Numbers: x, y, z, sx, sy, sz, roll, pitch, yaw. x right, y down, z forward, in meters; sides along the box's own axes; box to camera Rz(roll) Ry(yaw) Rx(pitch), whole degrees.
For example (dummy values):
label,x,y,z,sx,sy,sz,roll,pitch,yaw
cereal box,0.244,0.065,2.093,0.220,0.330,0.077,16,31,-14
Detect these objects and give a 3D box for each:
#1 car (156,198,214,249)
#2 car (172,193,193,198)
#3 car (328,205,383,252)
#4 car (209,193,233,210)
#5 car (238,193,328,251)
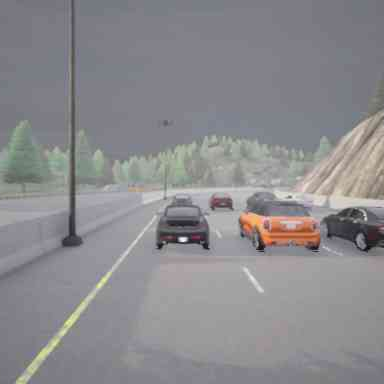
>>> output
label,x,y,z,sx,sy,sz,roll,pitch,yaw
car,-0.361,1.217,13.070,1.837,1.490,4.892,0,1,-2
car,-0.876,0.860,30.434,1.812,1.442,4.674,0,1,-1
car,6.650,1.274,12.803,1.837,1.490,4.892,0,1,-2
car,2.629,0.825,31.031,1.882,1.535,5.008,0,1,-1
car,3.147,1.094,12.906,2.097,1.767,4.553,0,1,-2
